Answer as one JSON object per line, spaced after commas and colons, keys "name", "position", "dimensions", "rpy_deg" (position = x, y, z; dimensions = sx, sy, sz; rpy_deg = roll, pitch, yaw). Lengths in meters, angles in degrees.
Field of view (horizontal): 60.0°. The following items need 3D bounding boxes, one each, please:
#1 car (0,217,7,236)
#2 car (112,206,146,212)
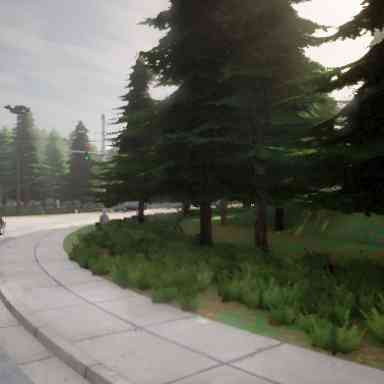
{"name": "car", "position": [-10.921, 1.688, 16.697], "dimensions": [1.837, 1.490, 4.892], "rpy_deg": [-1, 0, -13]}
{"name": "car", "position": [-8.017, 1.823, 42.798], "dimensions": [2.128, 1.511, 4.902], "rpy_deg": [-1, 0, 36]}
